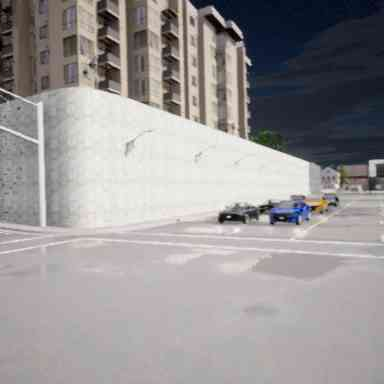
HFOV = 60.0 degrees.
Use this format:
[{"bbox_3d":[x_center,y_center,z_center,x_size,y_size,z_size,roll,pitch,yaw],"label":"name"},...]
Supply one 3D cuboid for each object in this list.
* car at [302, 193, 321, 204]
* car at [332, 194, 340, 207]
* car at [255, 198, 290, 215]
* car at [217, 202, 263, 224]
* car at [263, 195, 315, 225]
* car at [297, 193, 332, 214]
[{"bbox_3d":[17.620,0.944,48.884,1.812,1.442,4.674,-1,0,29],"label":"car"},{"bbox_3d":[16.303,0.967,39.440,2.128,1.511,4.902,-1,0,30],"label":"car"},{"bbox_3d":[7.642,1.325,31.199,1.895,1.301,4.718,-1,0,29],"label":"car"},{"bbox_3d":[3.371,1.420,23.552,1.994,1.385,4.181,-1,0,29],"label":"car"},{"bbox_3d":[6.562,1.252,22.095,1.882,1.535,5.008,-1,0,29],"label":"car"},{"bbox_3d":[11.179,1.110,30.349,1.882,1.535,5.008,-1,0,29],"label":"car"}]
